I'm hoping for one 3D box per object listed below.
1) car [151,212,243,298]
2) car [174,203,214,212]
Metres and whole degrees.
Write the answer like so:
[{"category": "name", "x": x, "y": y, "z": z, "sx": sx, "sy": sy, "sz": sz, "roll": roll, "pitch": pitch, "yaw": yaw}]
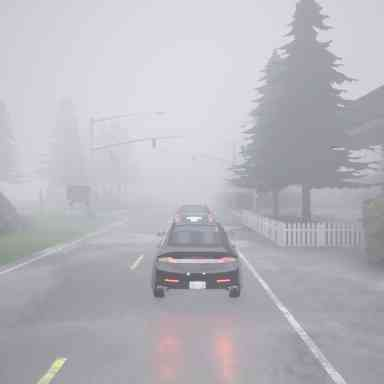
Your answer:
[{"category": "car", "x": 0.100, "y": 1.492, "z": 8.517, "sx": 2.128, "sy": 1.511, "sz": 4.902, "roll": 0, "pitch": 0, "yaw": 0}, {"category": "car", "x": 0.101, "y": 1.352, "z": 17.670, "sx": 2.097, "sy": 1.767, "sz": 4.553, "roll": 0, "pitch": 0, "yaw": 0}]
